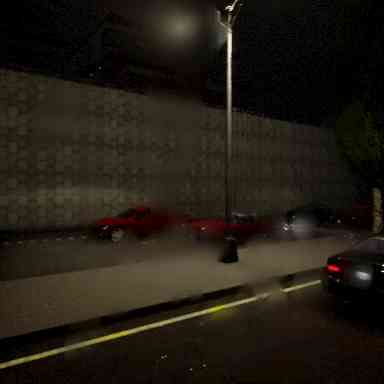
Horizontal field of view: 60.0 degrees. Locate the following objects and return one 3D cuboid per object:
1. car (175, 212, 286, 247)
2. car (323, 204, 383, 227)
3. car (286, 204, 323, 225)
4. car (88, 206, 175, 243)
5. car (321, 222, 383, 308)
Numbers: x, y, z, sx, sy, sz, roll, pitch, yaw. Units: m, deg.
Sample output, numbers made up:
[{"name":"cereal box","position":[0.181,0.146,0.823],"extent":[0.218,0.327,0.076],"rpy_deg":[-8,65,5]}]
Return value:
[{"name":"car","position":[1.828,1.589,15.108],"extent":[4.718,1.301,1.895],"rpy_deg":[0,0,-35]},{"name":"car","position":[10.729,1.505,21.361],"extent":[4.674,1.442,1.812],"rpy_deg":[0,0,-36]},{"name":"car","position":[8.695,1.540,24.210],"extent":[4.181,1.385,1.994],"rpy_deg":[0,0,-36]},{"name":"car","position":[-2.501,1.469,16.325],"extent":[5.008,1.535,1.882],"rpy_deg":[0,0,-35]},{"name":"car","position":[5.085,1.538,7.379],"extent":[5.357,1.411,2.033],"rpy_deg":[0,0,-36]}]
